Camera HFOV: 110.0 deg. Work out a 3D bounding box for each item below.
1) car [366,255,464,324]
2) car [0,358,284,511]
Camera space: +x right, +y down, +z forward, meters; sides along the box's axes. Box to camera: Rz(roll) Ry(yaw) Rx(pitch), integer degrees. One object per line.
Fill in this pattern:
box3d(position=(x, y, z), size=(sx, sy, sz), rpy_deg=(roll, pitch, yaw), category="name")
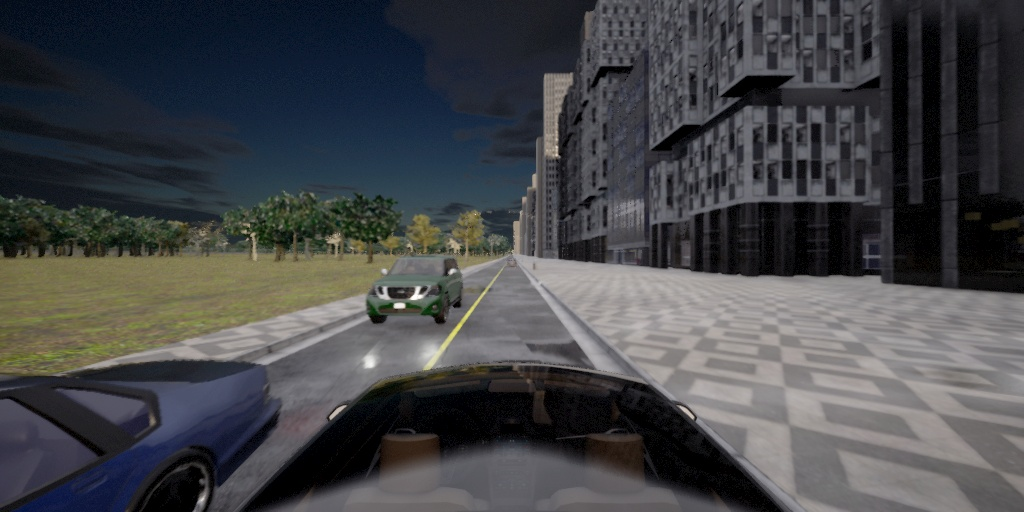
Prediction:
box3d(position=(-3.001, 0.970, 12.339), size=(2.150, 2.045, 5.566), rpy_deg=(0, 0, 0), category="car")
box3d(position=(-3.094, 1.298, 1.021), size=(2.033, 1.411, 5.357), rpy_deg=(0, 0, 0), category="car")
